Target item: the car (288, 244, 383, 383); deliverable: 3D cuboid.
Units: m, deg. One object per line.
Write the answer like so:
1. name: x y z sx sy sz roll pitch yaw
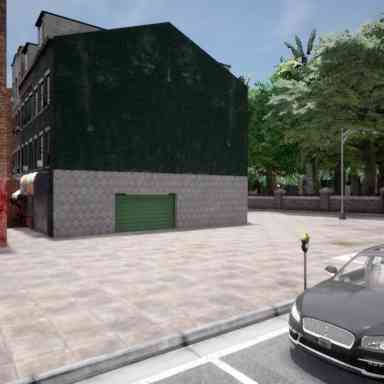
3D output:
1. car: 3.344 1.551 5.196 4.403 1.369 2.008 0 0 -35
